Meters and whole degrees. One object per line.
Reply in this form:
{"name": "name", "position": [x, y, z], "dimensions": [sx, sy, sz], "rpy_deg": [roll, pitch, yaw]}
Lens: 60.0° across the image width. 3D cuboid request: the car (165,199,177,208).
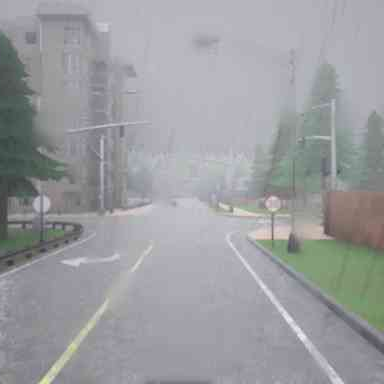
{"name": "car", "position": [-3.569, 1.992, 57.937], "dimensions": [1.994, 1.385, 4.181], "rpy_deg": [0, 0, 1]}
